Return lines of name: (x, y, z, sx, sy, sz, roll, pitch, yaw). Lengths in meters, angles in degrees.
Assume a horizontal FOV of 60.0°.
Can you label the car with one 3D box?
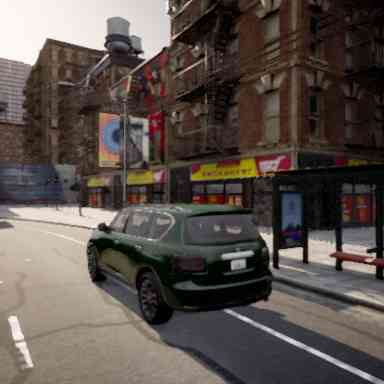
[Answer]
car: (-0.712, 1.266, 7.596, 2.150, 2.045, 5.566, 0, 0, -33)
